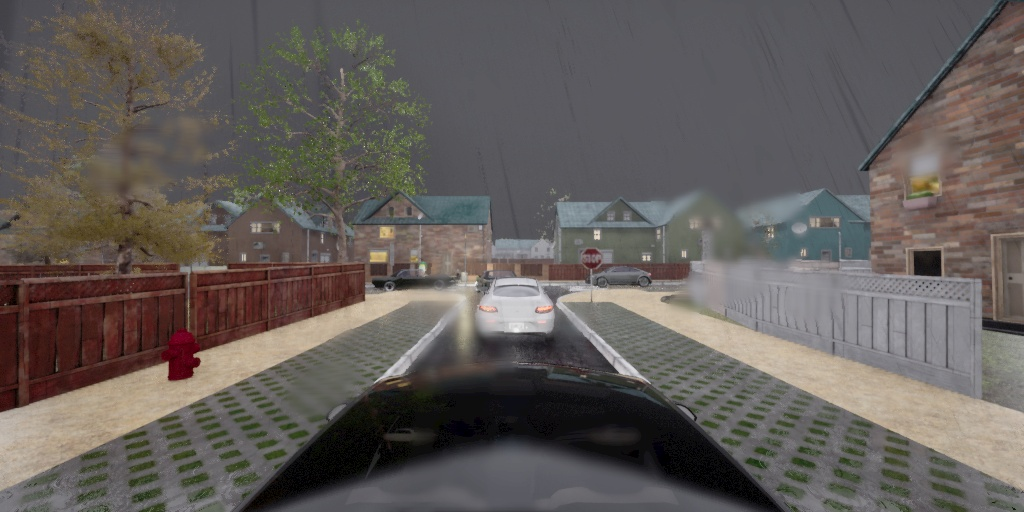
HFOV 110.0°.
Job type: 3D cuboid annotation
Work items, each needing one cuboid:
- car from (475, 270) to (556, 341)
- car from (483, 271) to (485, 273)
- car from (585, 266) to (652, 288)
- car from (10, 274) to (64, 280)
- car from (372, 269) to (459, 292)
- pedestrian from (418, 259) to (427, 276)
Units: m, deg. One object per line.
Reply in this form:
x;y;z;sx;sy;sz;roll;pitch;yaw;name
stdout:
0.100;1.279;9.721;1.812;1.442;4.674;0;0;0;car
-0.762;1.366;18.540;1.895;1.301;4.718;0;-1;-12;car
6.982;1.340;23.714;4.181;1.385;1.994;0;-1;0;car
-27.521;1.654;21.212;4.718;1.301;1.895;-1;-1;1;car
-5.489;1.416;20.923;4.718;1.301;1.895;-1;-1;1;car
-6.709;1.118;26.808;0.375;1.860;0.375;0;-1;1;pedestrian
